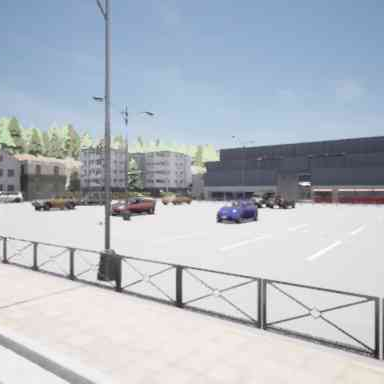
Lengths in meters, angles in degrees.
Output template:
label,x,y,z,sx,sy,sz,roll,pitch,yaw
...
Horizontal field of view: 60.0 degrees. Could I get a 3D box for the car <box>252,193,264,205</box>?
label,x,y,z,sx,sy,sz,roll,pitch,yaw
car,8.178,1.044,41.196,1.905,1.878,3.866,0,0,35

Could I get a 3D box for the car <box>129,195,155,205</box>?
label,x,y,z,sx,sy,sz,roll,pitch,yaw
car,-7.719,1.169,51.990,1.970,1.475,3.806,0,0,35

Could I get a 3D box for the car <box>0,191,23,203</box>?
label,x,y,z,sx,sy,sz,roll,pitch,yaw
car,-31.901,0.931,56.887,2.150,2.045,5.566,0,0,35

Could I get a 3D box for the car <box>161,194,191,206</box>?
label,x,y,z,sx,sy,sz,roll,pitch,yaw
car,-2.285,1.100,48.561,2.152,1.636,5.027,0,0,35

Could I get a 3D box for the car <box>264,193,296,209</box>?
label,x,y,z,sx,sy,sz,roll,pitch,yaw
car,10.791,1.069,39.860,1.932,1.855,4.605,0,0,35

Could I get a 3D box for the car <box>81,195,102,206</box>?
label,x,y,z,sx,sy,sz,roll,pitch,yaw
car,-14.771,1.230,48.334,2.007,1.523,4.514,0,0,35

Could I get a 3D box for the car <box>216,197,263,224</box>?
label,x,y,z,sx,sy,sz,roll,pitch,yaw
car,3.065,1.300,22.614,1.845,1.501,3.633,0,0,35

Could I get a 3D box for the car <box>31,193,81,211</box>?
label,x,y,z,sx,sy,sz,roll,pitch,yaw
car,-14.858,1.042,36.152,1.932,1.855,4.605,0,0,35

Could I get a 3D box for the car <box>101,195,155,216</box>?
label,x,y,z,sx,sy,sz,roll,pitch,yaw
car,-5.082,1.262,28.401,2.007,1.523,4.514,0,0,35
